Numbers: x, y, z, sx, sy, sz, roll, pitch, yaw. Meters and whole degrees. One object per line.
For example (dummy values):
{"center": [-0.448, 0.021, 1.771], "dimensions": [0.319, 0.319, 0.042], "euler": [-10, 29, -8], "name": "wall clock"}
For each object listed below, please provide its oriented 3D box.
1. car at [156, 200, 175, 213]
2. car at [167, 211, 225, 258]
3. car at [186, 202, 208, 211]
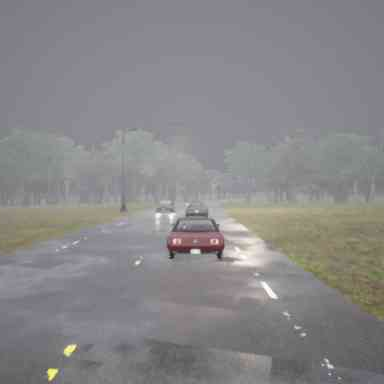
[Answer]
{"center": [-2.955, 1.607, 37.826], "dimensions": [1.812, 1.442, 4.674], "euler": [0, 0, 2], "name": "car"}
{"center": [0.141, 1.611, 12.813], "dimensions": [1.895, 1.301, 4.718], "euler": [0, 0, 1], "name": "car"}
{"center": [0.467, 1.599, 29.874], "dimensions": [1.994, 1.385, 4.181], "euler": [0, 0, 2], "name": "car"}
